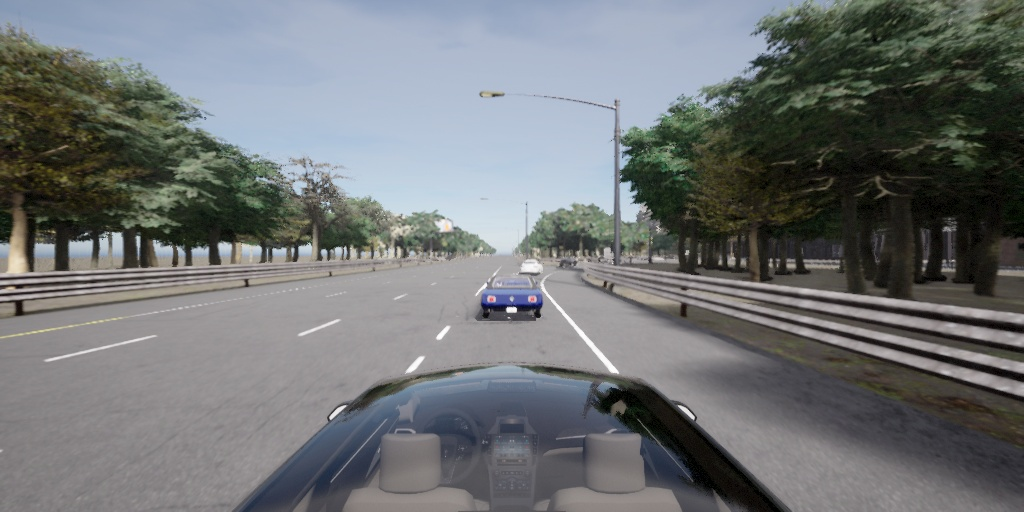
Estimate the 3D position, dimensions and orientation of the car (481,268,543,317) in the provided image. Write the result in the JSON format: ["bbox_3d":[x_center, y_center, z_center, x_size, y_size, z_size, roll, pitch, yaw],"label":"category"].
[{"bbox_3d":[0.003,1.289,12.804,1.895,1.301,4.718,0,0,0],"label":"car"}]

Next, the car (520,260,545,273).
[{"bbox_3d":[1.939,1.094,34.609,1.812,1.442,4.674,0,0,11],"label":"car"}]

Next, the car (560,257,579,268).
[{"bbox_3d":[8.714,0.963,54.453,1.837,1.490,4.892,-1,0,26],"label":"car"}]
